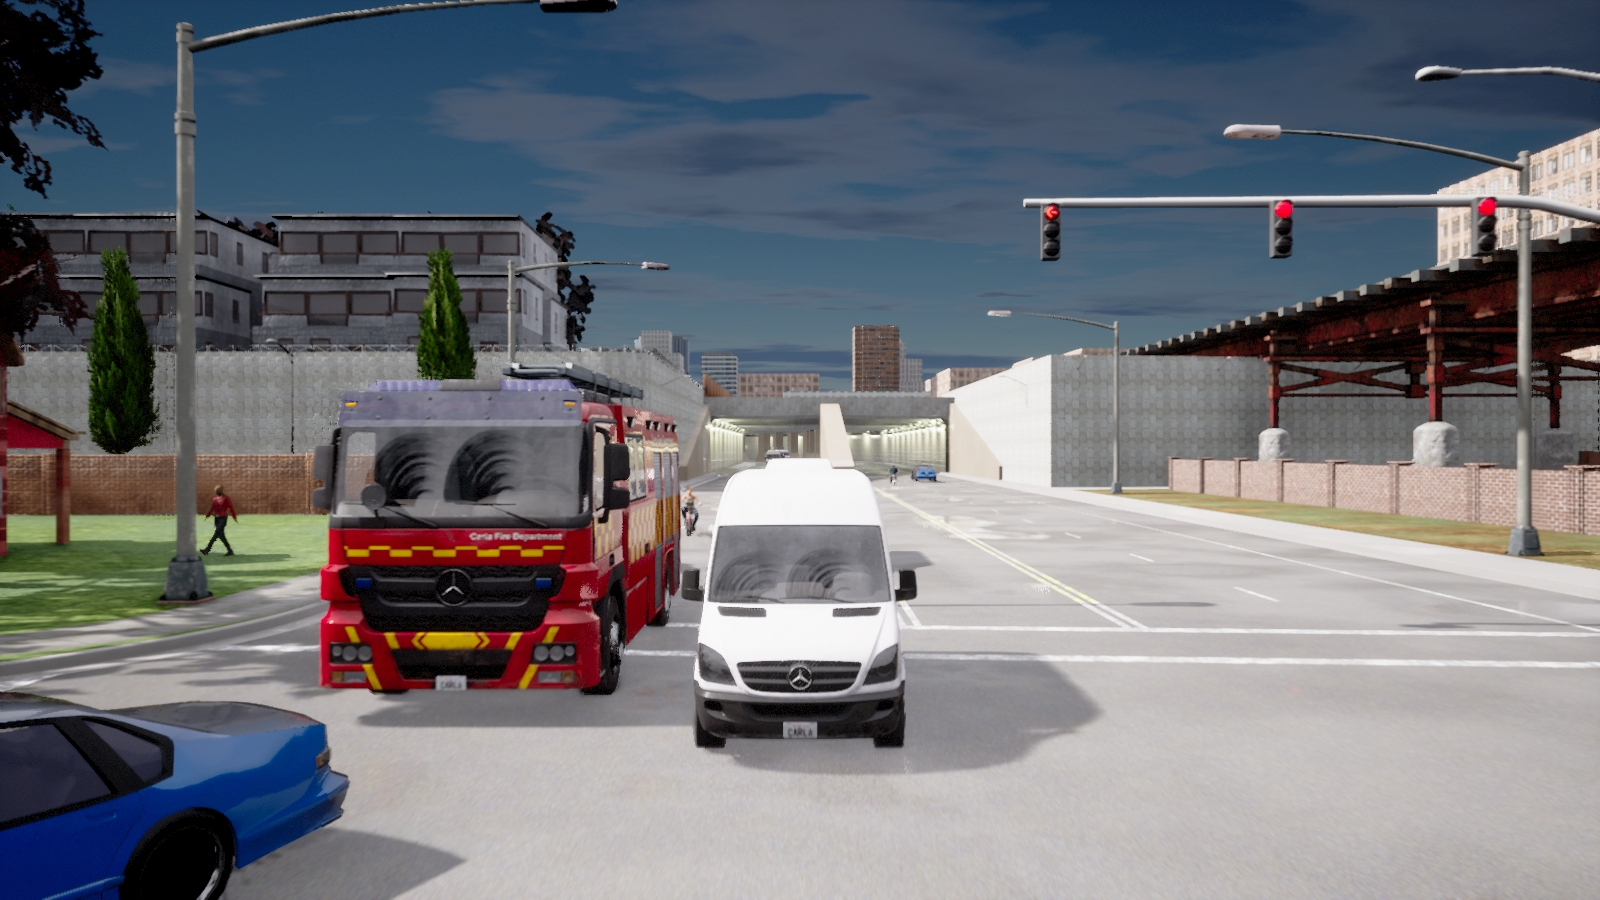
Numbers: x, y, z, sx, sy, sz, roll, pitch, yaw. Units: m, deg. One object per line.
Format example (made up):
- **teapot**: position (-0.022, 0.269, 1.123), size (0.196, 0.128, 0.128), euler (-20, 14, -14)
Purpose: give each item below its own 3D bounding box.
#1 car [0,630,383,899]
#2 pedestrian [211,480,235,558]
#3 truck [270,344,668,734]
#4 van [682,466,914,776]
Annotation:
- **car**: position (-5.017, 2.088, 5.923), size (2.033, 1.411, 5.357), euler (0, 0, 29)
- **pedestrian**: position (-14.035, 1.671, 27.791), size (0.375, 1.860, 0.375), euler (0, 0, 19)
- **truck**: position (-3.740, 0.866, 15.453), size (2.891, 3.827, 8.468), euler (0, 0, 0)
- **van**: position (-0.014, 1.511, 12.755), size (1.988, 2.561, 5.915), euler (0, 0, 0)
